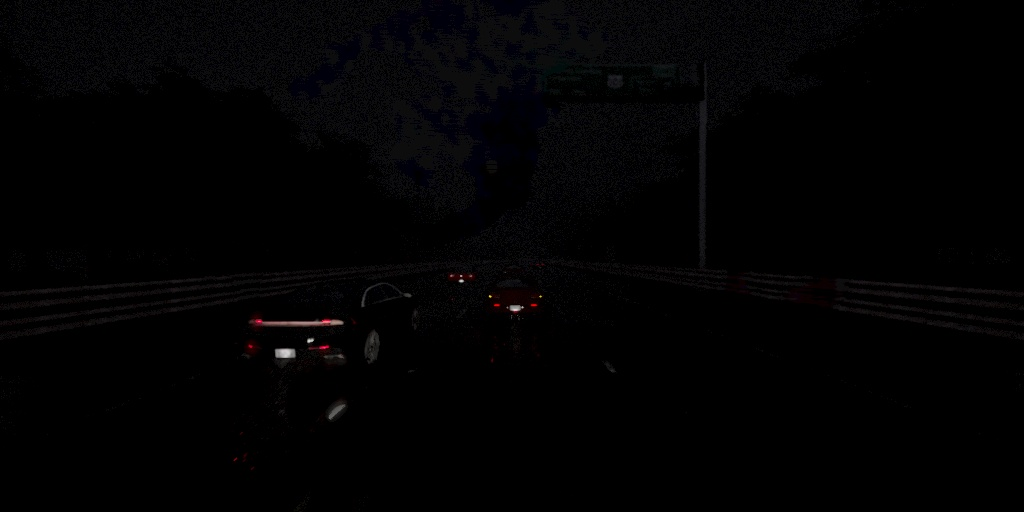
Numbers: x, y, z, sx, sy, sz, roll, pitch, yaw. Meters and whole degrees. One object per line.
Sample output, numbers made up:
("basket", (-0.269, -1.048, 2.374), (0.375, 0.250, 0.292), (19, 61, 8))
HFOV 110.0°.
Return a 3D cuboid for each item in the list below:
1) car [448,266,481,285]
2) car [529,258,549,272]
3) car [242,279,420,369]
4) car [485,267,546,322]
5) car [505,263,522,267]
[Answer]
("car", (-3.388, 1.384, 26.246), (1.895, 1.301, 4.718), (0, 0, 0))
("car", (3.698, 1.311, 48.482), (2.128, 1.511, 4.902), (0, 0, 1))
("car", (-3.396, 1.243, 7.798), (2.128, 1.511, 4.902), (0, 0, 0))
("car", (0.090, 1.281, 12.268), (1.812, 1.442, 4.674), (0, 0, 0))
("car", (0.117, 1.317, 28.712), (1.812, 1.442, 4.674), (0, 0, 0))
